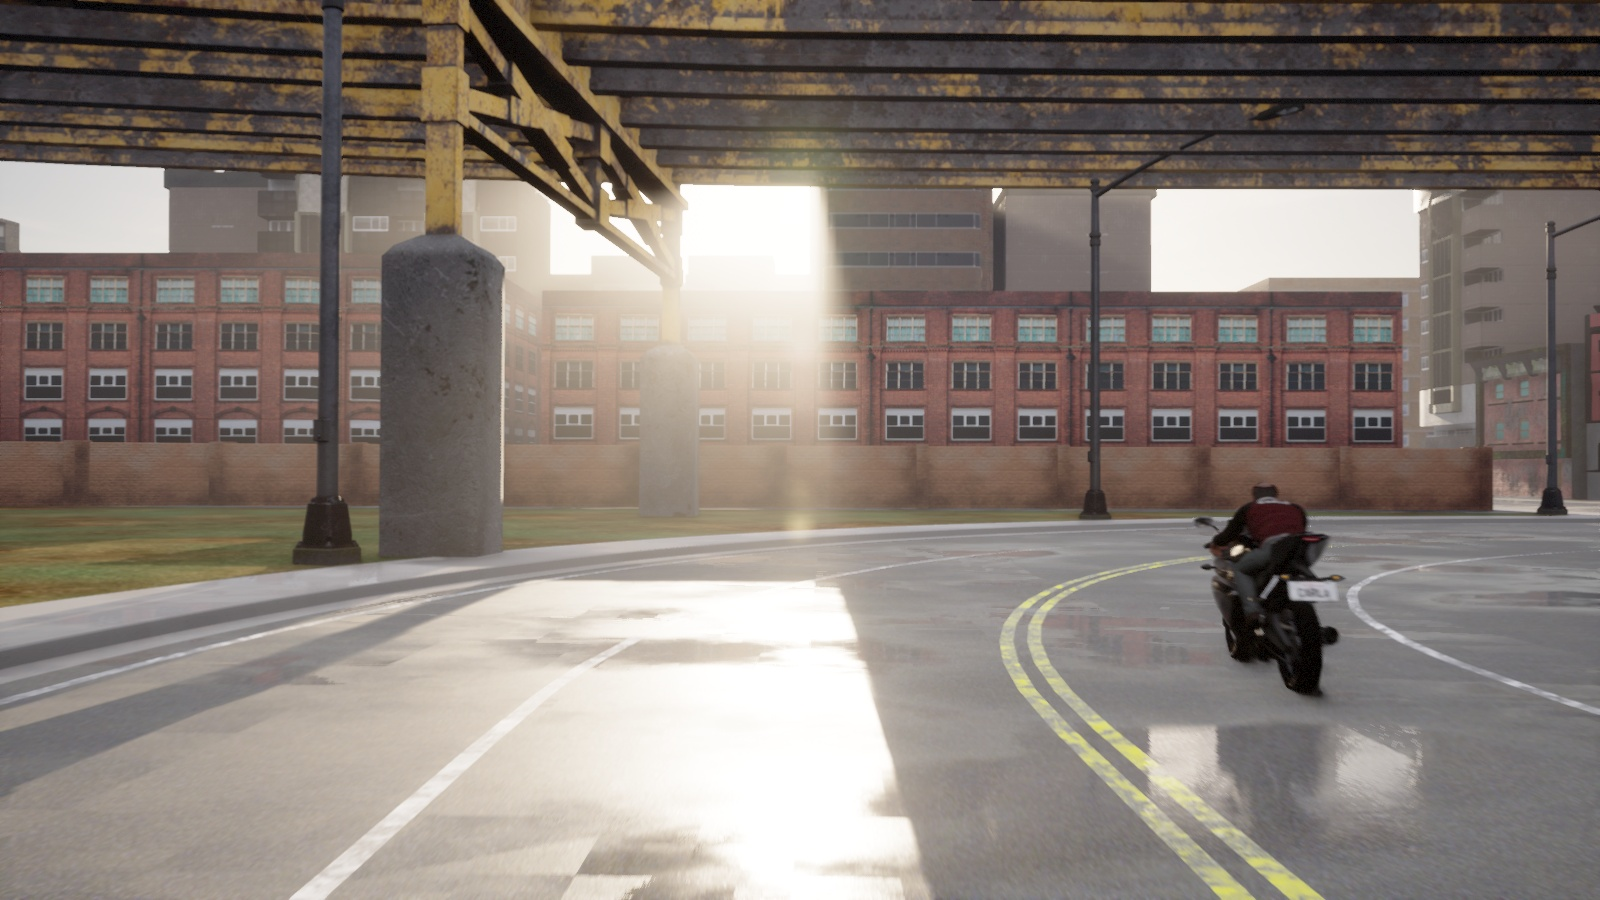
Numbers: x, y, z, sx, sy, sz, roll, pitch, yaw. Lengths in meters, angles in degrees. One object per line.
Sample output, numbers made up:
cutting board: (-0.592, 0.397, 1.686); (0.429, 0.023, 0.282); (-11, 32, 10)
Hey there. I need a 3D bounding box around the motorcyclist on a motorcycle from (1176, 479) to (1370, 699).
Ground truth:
motorcyclist on a motorcycle: (3.662, 1.002, 9.959); (0.866, 1.530, 2.191); (0, -1, 5)
